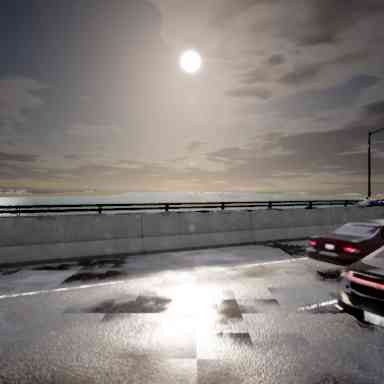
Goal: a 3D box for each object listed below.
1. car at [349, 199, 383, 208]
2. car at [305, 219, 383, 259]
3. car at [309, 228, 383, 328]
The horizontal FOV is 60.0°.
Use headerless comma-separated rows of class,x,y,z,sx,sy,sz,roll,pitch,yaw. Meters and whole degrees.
car,20.127,1.538,37.422,5.357,1.411,2.033,0,0,-27
car,5.994,1.545,10.252,5.357,1.411,2.033,0,0,-27
car,4.602,1.490,5.586,4.902,1.511,2.128,0,0,-28
